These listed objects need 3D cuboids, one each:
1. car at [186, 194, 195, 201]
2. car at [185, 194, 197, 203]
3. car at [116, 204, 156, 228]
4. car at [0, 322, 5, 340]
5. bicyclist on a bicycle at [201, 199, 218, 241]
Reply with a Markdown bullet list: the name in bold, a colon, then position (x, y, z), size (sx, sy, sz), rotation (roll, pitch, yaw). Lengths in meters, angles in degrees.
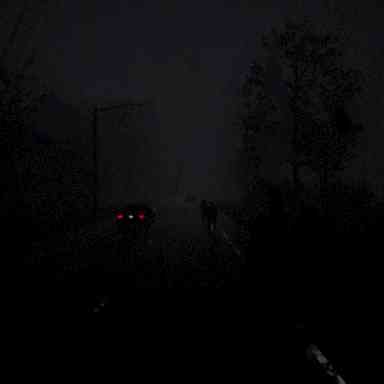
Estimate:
- **car**: position (-0.347, 1.215, 74.040), size (1.837, 1.490, 4.892), rotation (0, 0, 0)
- **car**: position (-0.190, 1.114, 61.500), size (2.097, 1.767, 4.553), rotation (0, 0, 0)
- **car**: position (-3.501, 1.463, 21.467), size (2.033, 1.411, 5.357), rotation (0, 0, 0)
- **car**: position (-3.407, 1.539, 1.957), size (2.033, 1.411, 5.357), rotation (0, 0, 0)
- **bicyclist on a bicycle**: position (0.896, 1.310, 15.345), size (0.659, 1.776, 1.843), rotation (0, 0, 0)
